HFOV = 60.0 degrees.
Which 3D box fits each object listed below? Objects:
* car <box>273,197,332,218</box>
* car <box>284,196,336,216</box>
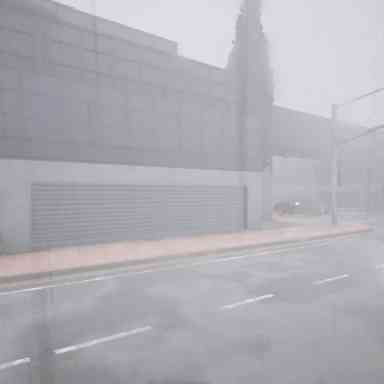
[{"bbox_3d":[9.695,1.491,30.350,2.128,1.511,4.902,0,0,-37],"label":"car"},{"bbox_3d":[11.785,1.352,33.407,2.097,1.767,4.553,0,0,-37],"label":"car"}]
